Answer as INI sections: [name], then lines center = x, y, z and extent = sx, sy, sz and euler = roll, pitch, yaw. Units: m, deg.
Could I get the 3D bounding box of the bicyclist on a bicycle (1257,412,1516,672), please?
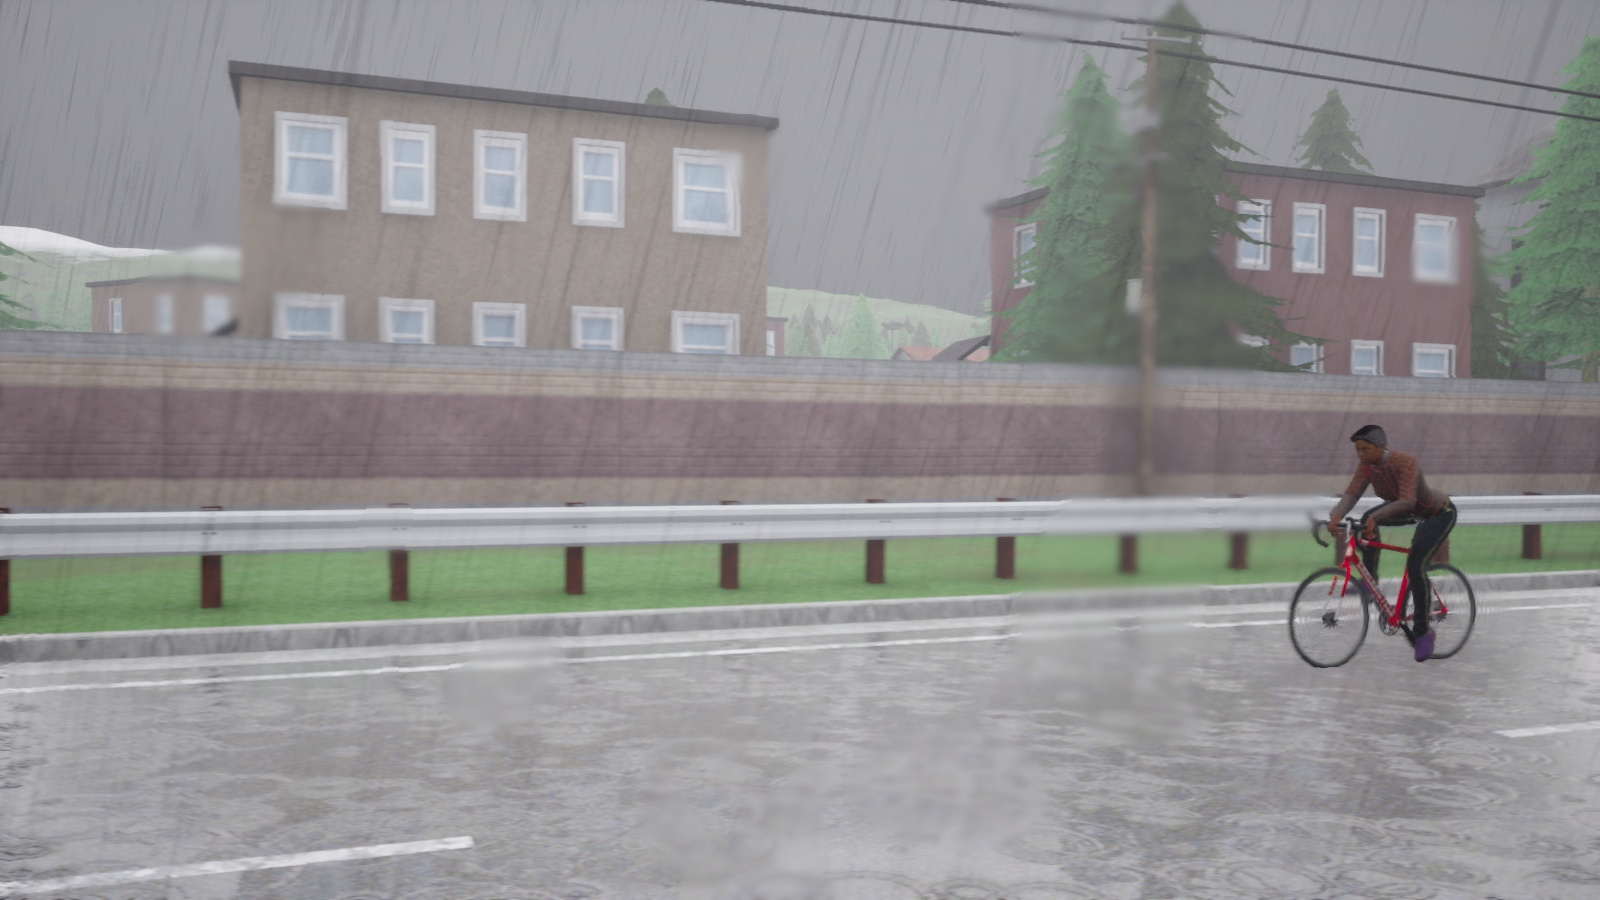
[bicyclist on a bicycle]
center = 3.969, 0.570, 8.489
extent = 1.656, 1.620, 0.582
euler = -1, 1, -21
